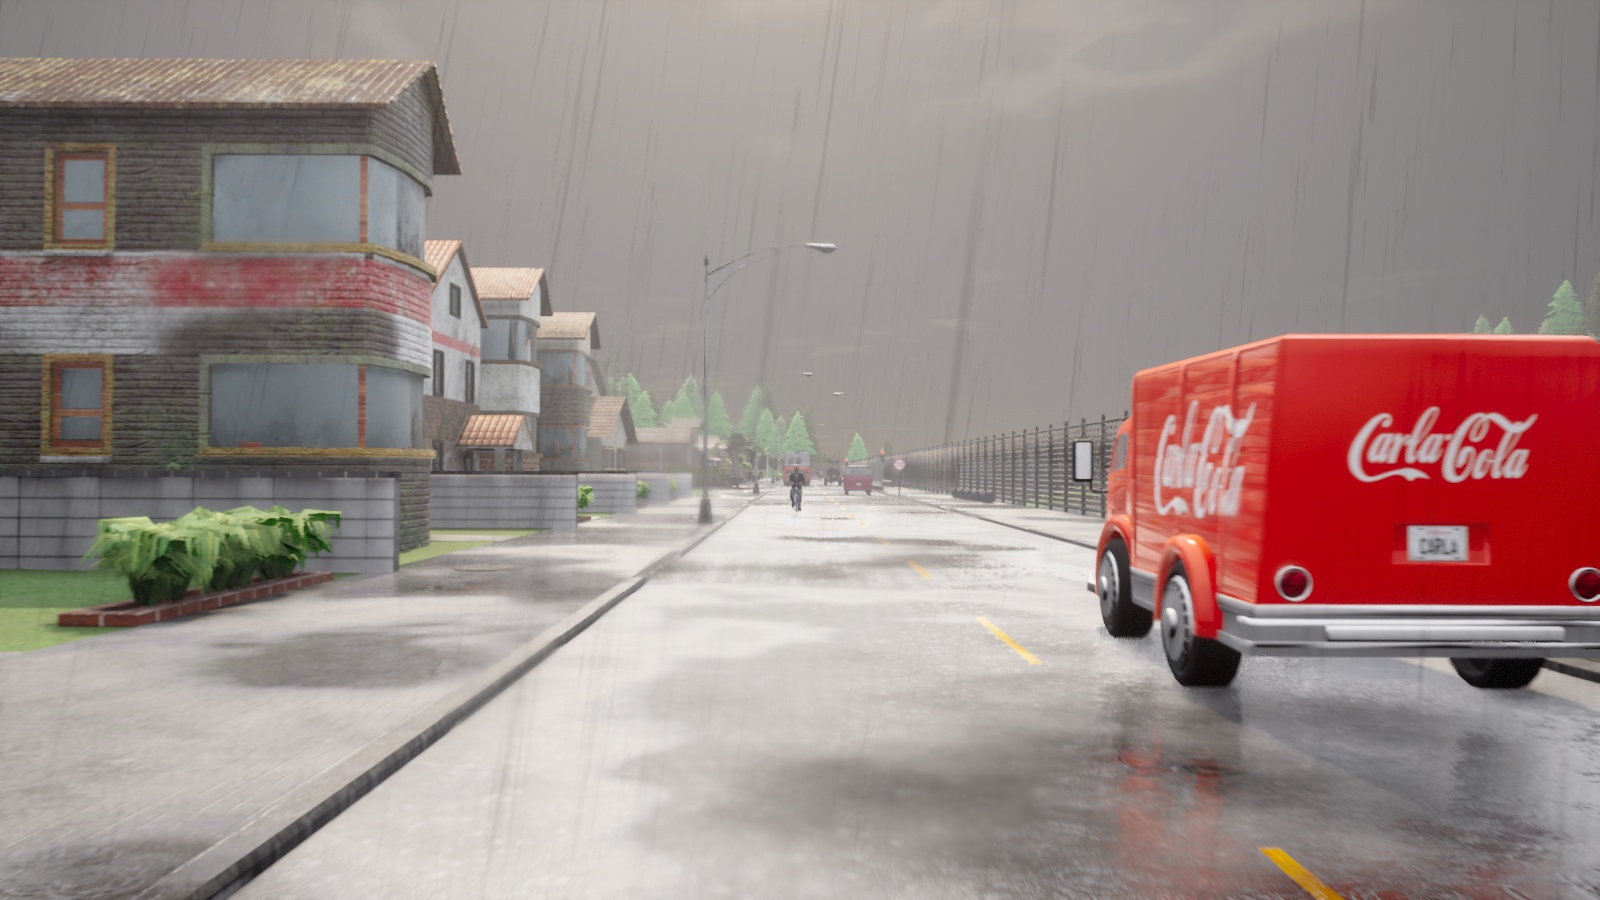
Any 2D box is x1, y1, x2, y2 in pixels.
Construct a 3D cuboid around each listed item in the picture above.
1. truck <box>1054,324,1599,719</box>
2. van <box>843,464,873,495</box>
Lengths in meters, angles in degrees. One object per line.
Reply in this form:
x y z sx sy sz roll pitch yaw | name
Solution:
3.972 0.488 10.487 2.627 2.467 5.204 0 -1 0 | truck
3.797 1.935 82.579 1.775 1.987 4.442 0 -1 0 | van
